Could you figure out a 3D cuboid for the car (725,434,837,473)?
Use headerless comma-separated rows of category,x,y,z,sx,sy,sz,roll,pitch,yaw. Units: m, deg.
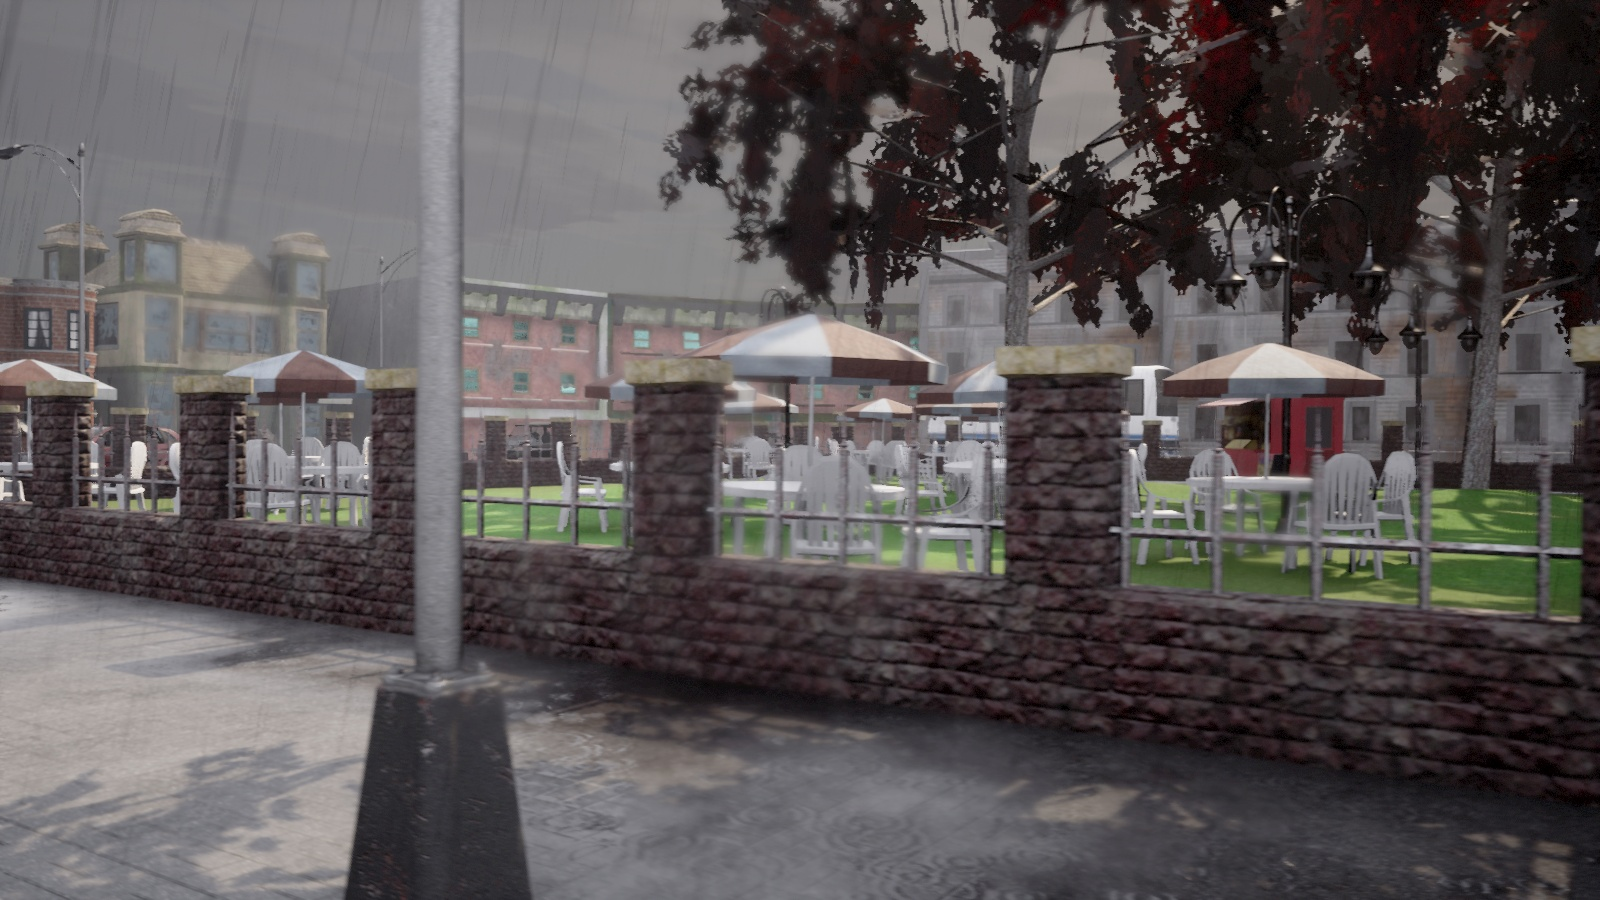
car,-0.749,0.114,50.489,4.193,1.474,1.816,-1,1,-33

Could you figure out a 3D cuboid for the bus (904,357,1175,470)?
bus,9.781,-1.408,52.021,10.273,4.253,3.944,0,1,34

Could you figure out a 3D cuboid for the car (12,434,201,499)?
car,-18.456,0.397,33.569,1.851,1.617,3.988,0,1,34

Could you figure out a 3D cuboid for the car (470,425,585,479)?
car,-9.991,0.045,46.311,1.905,1.878,3.866,0,1,34
